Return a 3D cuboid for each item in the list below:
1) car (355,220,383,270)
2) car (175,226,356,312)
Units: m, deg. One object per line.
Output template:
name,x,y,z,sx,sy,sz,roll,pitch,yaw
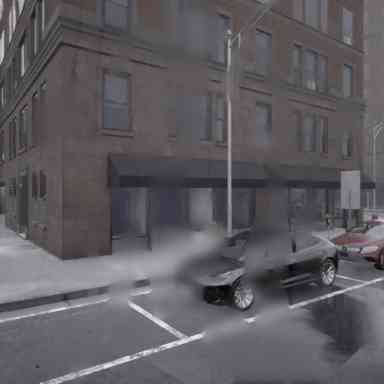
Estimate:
car,6.139,1.582,10.915,4.206,1.307,1.802,0,0,-36
car,1.661,1.566,7.720,4.313,1.339,1.947,0,0,-36
